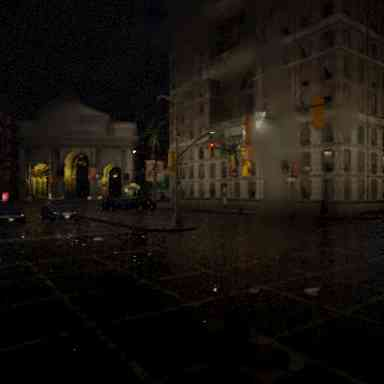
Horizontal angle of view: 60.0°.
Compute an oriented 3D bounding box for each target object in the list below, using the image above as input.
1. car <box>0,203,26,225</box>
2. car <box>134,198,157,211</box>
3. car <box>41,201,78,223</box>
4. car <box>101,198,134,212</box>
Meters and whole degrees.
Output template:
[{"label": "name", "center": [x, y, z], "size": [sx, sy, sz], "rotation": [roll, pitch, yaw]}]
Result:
[{"label": "car", "center": [-12.955, 1.514, 23.298], "size": [1.812, 1.442, 4.674], "rotation": [0, 0, -35]}, {"label": "car", "center": [-5.934, 1.433, 39.720], "size": [1.837, 1.490, 4.892], "rotation": [0, 0, -35]}, {"label": "car", "center": [-10.161, 1.466, 25.409], "size": [2.128, 1.511, 4.902], "rotation": [0, 0, -35]}, {"label": "car", "center": [-8.755, 1.420, 37.652], "size": [1.882, 1.535, 5.008], "rotation": [0, 0, -35]}]
